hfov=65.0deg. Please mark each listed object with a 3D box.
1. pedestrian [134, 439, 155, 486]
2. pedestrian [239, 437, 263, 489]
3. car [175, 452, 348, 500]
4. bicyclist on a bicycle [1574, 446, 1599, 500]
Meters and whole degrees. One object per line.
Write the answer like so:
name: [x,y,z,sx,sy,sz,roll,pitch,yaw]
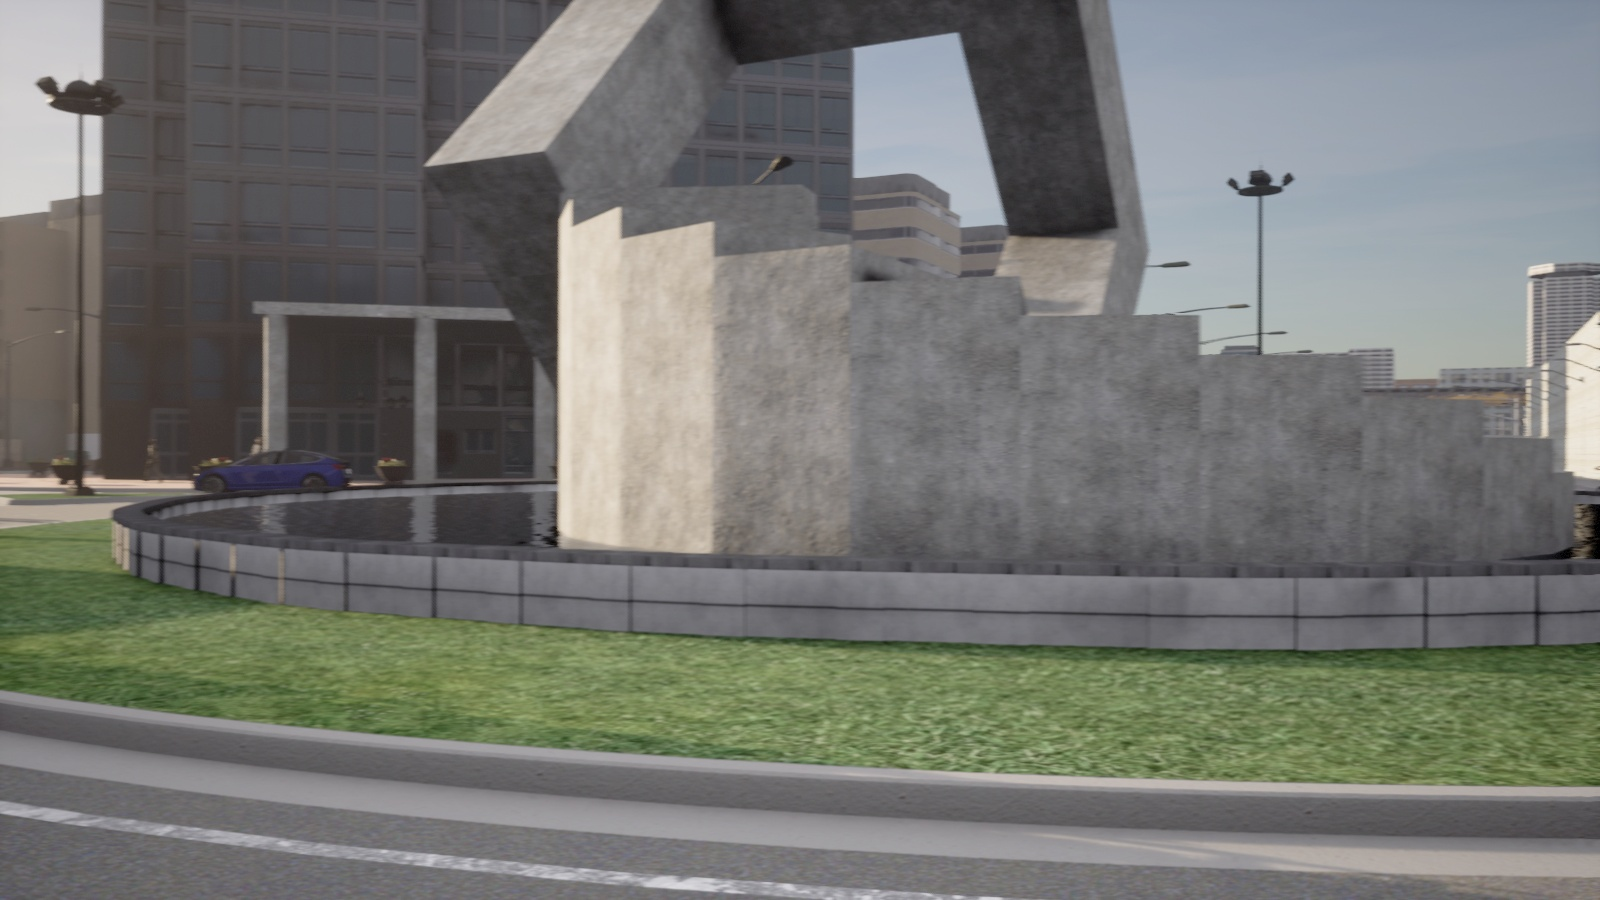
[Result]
pedestrian: [-26.860,0.514,51.458,0.692,1.930,0.396,0,0,19]
pedestrian: [-19.433,0.460,44.433,0.694,1.848,0.540,0,0,-35]
car: [-17.311,0.805,40.598,4.792,1.488,2.163,0,0,-11]
bicyclist on a bicycle: [24.147,0.689,37.704,0.866,1.612,1.509,1,0,-1]
